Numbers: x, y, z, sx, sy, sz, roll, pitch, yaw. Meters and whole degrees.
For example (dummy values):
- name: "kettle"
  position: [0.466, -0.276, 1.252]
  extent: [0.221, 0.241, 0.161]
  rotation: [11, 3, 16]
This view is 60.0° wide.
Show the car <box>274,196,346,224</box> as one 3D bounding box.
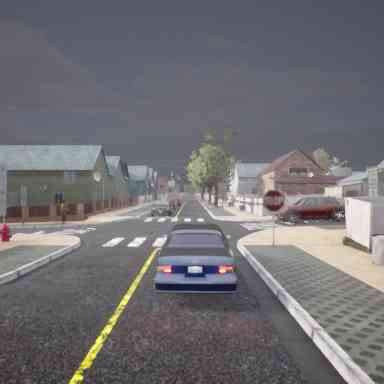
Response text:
- name: "car"
  position: [7.864, 1.132, 22.425]
  extent: [4.553, 1.767, 2.097]
  rotation: [-2, -1, 0]

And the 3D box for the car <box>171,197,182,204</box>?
- name: "car"
  position: [-2.888, 1.591, 63.820]
  extent: [1.895, 1.301, 4.718]
  rotation: [0, 0, 1]

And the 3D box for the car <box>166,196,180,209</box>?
- name: "car"
  position: [-2.906, 1.600, 42.802]
  extent: [1.895, 1.301, 4.718]
  rotation: [0, 0, 0]

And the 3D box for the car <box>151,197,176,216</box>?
- name: "car"
  position: [-2.882, 1.526, 32.706]
  extent: [1.812, 1.442, 4.674]
  rotation: [0, 0, 0]

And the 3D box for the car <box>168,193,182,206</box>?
- name: "car"
  position: [-2.928, 1.217, 53.426]
  extent: [2.150, 2.045, 5.566]
  rotation: [0, 0, 0]

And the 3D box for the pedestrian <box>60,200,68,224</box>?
- name: "pedestrian"
  position: [-9.728, 1.461, 25.208]
  extent: [0.375, 1.860, 0.375]
  rotation: [0, 0, 0]

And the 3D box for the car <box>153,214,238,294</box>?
- name: "car"
  position: [0.122, 1.549, 8.953]
  extent: [2.033, 1.411, 5.357]
  rotation: [0, 0, 1]
